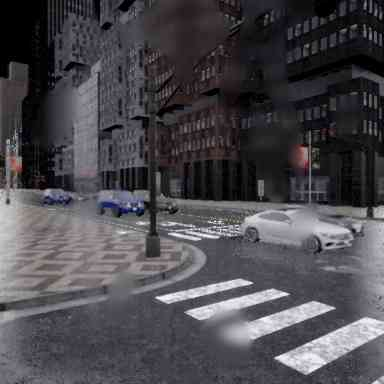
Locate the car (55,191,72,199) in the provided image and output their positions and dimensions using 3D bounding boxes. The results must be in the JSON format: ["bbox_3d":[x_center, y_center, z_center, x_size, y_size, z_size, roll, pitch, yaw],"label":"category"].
[{"bbox_3d":[-25.144,0.508,64.941,1.882,1.535,5.008,0,1,-36],"label":"car"}]

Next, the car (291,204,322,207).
[{"bbox_3d":[5.809,1.375,16.453,2.128,1.511,4.902,0,1,-36],"label":"car"}]

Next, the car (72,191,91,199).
[{"bbox_3d":[-21.996,0.531,66.138,2.128,1.511,4.902,0,1,-36],"label":"car"}]

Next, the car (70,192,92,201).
[{"bbox_3d":[-18.934,0.744,56.417,2.033,1.411,5.357,0,1,-36],"label":"car"}]

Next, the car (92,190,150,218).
[{"bbox_3d":[-5.879,0.892,27.013,2.150,2.045,5.566,0,1,-36],"label":"car"}]

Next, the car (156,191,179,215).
[{"bbox_3d":[-3.389,0.883,29.100,2.150,2.045,5.566,0,1,-36],"label":"car"}]

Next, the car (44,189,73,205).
[{"bbox_3d":[-17.777,0.596,43.439,2.150,2.045,5.566,0,1,-36],"label":"car"}]

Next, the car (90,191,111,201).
[{"bbox_3d":[-15.831,0.683,57.649,1.882,1.535,5.008,0,1,-36],"label":"car"}]

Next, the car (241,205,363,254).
[{"bbox_3d":[3.998,1.432,13.418,1.812,1.442,4.674,0,1,-36],"label":"car"}]

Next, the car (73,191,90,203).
[{"bbox_3d":[-16.653,0.825,47.446,2.128,1.511,4.902,0,1,-36],"label":"car"}]
